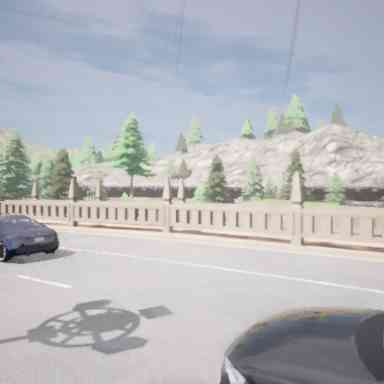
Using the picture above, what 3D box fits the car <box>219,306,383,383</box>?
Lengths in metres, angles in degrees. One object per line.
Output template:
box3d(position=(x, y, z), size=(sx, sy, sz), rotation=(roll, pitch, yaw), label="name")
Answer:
box3d(position=(2.455, 1.478, 2.035), size=(4.902, 1.511, 2.128), rotation=(0, 0, 36), label="car")

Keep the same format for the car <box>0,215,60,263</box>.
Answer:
box3d(position=(-6.755, 1.526, 11.908), size=(4.181, 1.385, 1.994), rotation=(0, 0, 29), label="car")
